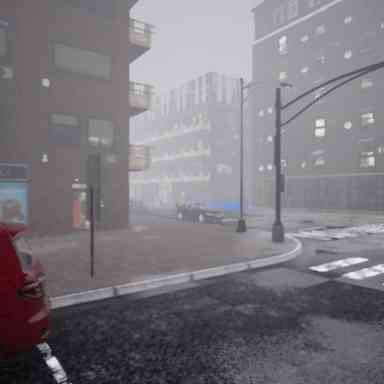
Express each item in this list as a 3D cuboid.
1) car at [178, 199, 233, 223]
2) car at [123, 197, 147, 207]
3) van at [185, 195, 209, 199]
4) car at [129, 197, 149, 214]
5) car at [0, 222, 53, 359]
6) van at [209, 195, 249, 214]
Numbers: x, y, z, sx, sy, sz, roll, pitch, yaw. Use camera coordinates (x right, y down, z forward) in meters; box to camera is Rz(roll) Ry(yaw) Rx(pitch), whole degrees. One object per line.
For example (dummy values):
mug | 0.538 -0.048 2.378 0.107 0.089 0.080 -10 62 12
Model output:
car | 0.535 1.404 23.716 2.008 1.369 4.403 0 0 -35
car | -8.882 1.470 51.209 1.887 1.381 4.507 0 0 -35
van | 0.658 1.236 37.401 1.690 1.788 3.998 0 0 -35
car | -5.825 1.456 32.921 1.802 1.307 4.206 0 0 -35
car | -4.083 1.330 3.339 5.009 1.841 2.192 -1 1 -36
van | 3.838 1.226 32.798 1.690 1.788 3.998 0 0 -35
